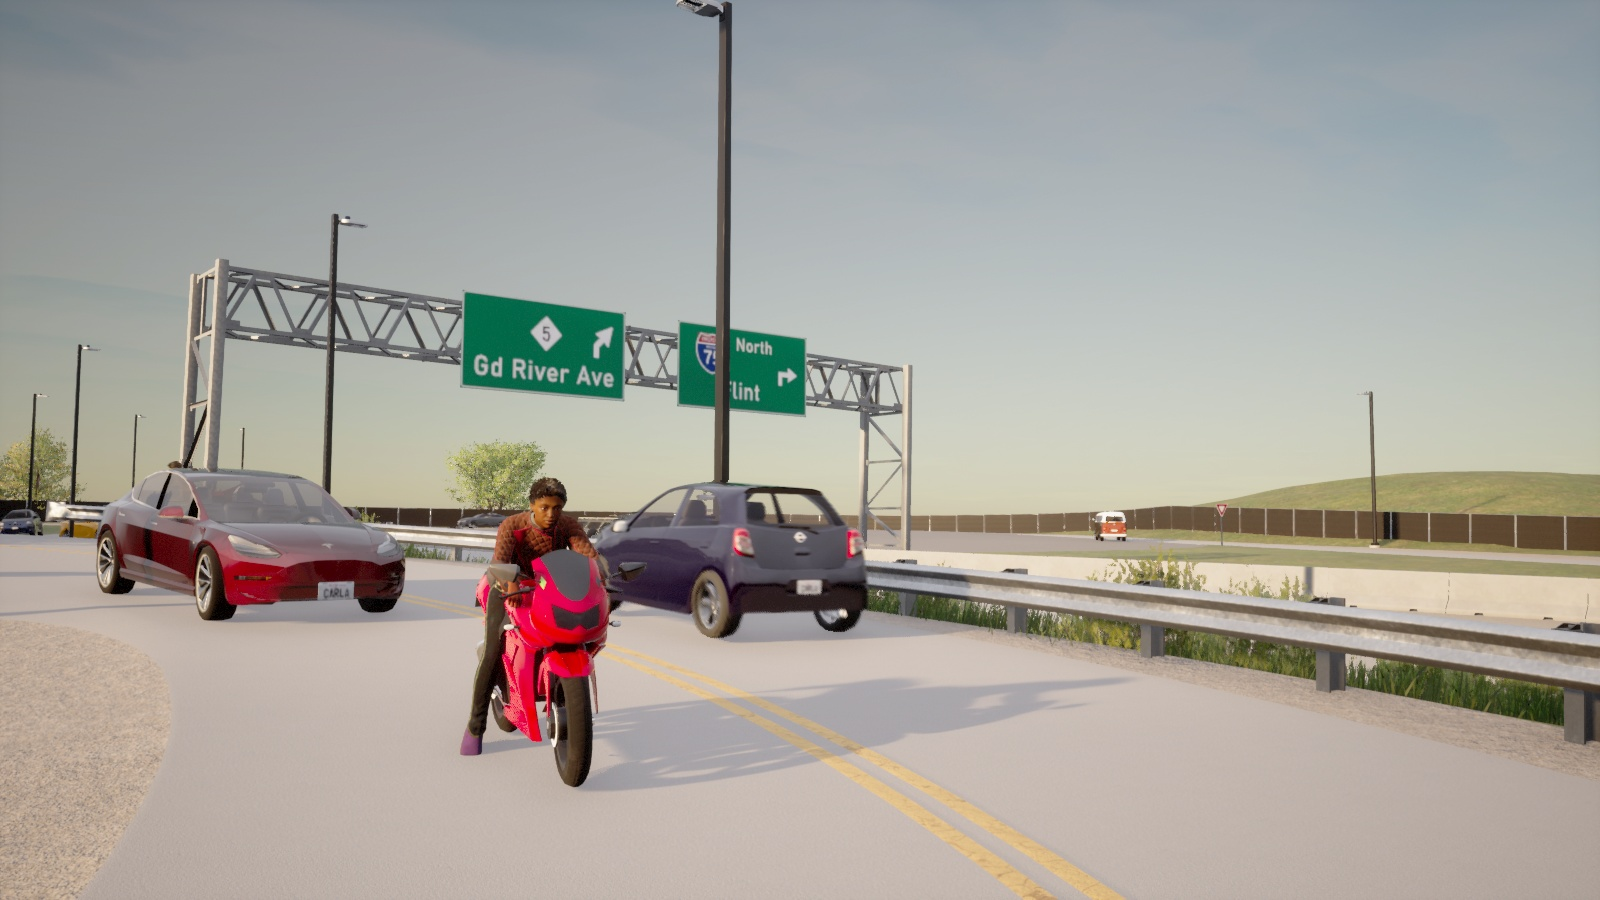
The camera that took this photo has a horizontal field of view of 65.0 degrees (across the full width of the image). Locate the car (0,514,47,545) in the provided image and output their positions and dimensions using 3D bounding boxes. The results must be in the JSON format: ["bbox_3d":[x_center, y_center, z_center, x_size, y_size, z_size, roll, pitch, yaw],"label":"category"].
[{"bbox_3d":[-45.424,4.615,73.380,1.851,1.617,3.988,-4,-1,-23],"label":"car"}]

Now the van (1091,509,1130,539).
[{"bbox_3d":[21.781,5.184,88.212,2.069,2.038,4.480,0,-3,6],"label":"van"}]

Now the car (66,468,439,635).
[{"bbox_3d":[-6.270,1.006,14.076,4.792,1.488,2.163,0,-2,45],"label":"car"}]

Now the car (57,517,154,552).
[{"bbox_3d":[-31.927,3.858,57.698,5.008,1.535,1.882,-2,-3,35],"label":"car"}]

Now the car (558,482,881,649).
[{"bbox_3d":[-0.987,1.133,13.543,1.845,1.501,3.633,3,-2,-34],"label":"car"}]

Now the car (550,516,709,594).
[{"bbox_3d":[-4.534,2.688,32.949,1.932,1.855,4.605,3,-4,-40],"label":"car"}]

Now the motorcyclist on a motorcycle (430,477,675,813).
[{"bbox_3d":[-1.418,0.918,6.837,0.797,1.523,2.044,1,-1,-26],"label":"motorcyclist on a motorcycle"}]
